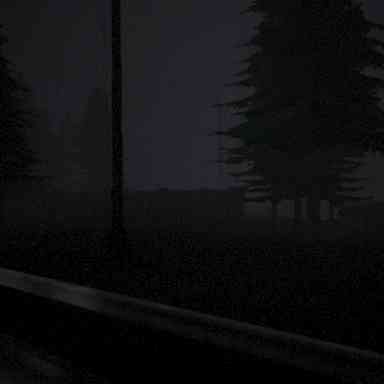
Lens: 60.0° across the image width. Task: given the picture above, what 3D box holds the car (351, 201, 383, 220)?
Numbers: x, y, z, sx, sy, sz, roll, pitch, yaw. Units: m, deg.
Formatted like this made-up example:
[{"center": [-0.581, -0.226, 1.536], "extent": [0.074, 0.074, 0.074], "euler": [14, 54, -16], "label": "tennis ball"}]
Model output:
[{"center": [15.808, 1.507, 27.422], "extent": [1.812, 1.442, 4.674], "euler": [0, 0, -27], "label": "car"}]

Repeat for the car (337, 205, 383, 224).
[{"center": [13.186, 1.486, 24.856], "extent": [2.128, 1.511, 4.902], "euler": [0, 0, -27], "label": "car"}]

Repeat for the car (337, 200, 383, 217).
[{"center": [17.151, 1.541, 32.500], "extent": [2.033, 1.411, 5.357], "euler": [0, 0, -27], "label": "car"}]
